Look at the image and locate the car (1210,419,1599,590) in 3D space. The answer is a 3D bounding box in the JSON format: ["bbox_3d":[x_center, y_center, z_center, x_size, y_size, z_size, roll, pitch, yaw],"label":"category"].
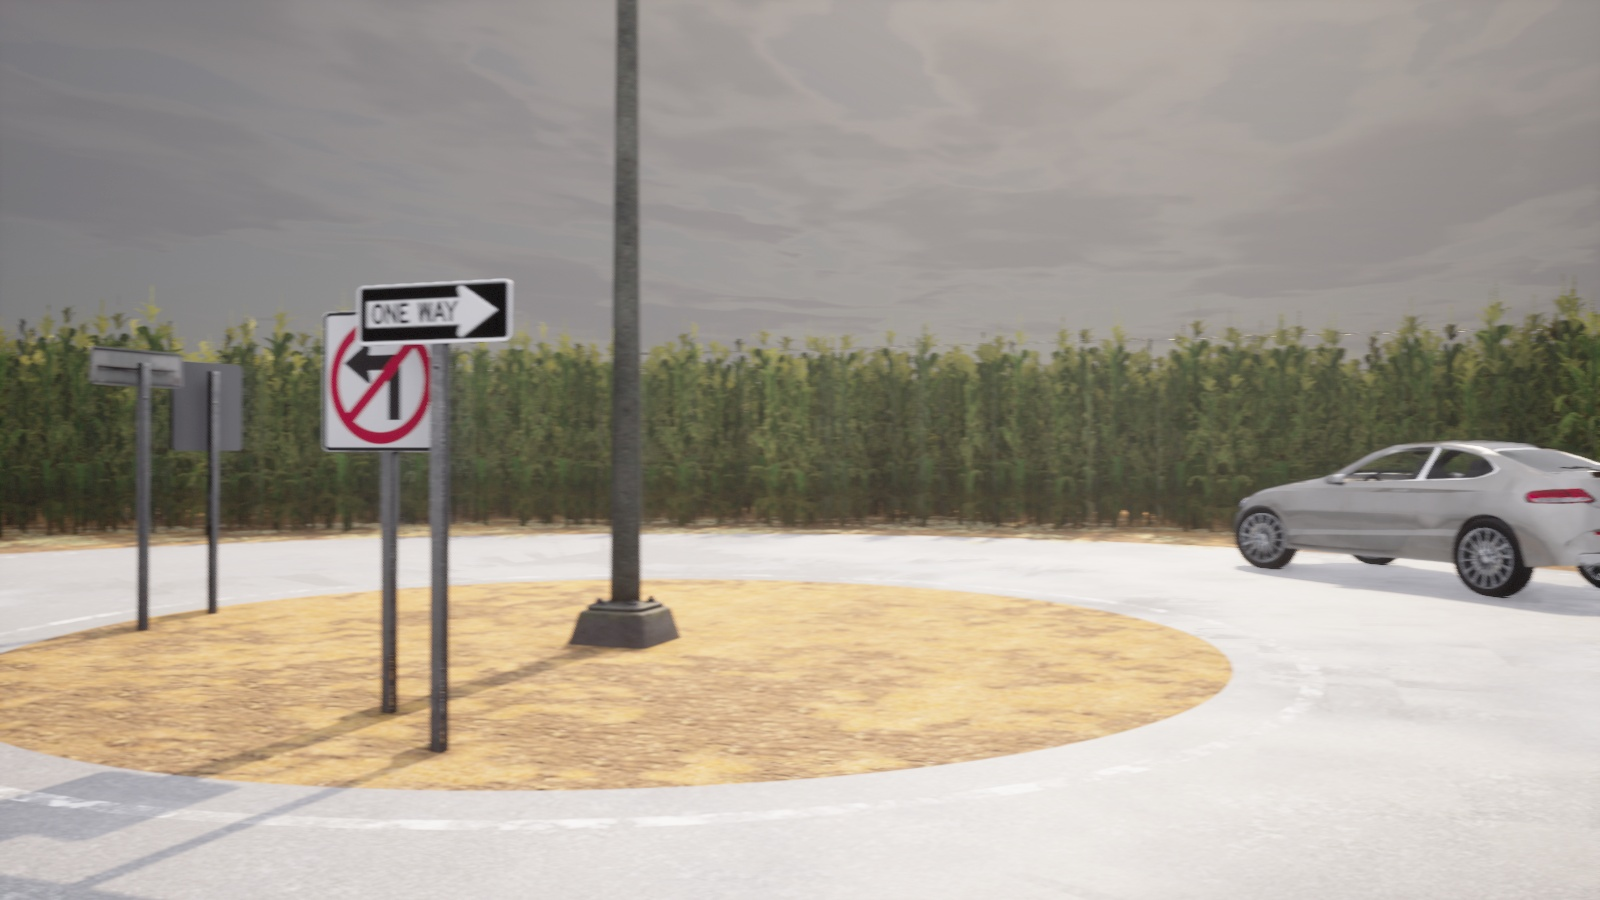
[{"bbox_3d":[7.420,0.530,14.873,2.152,1.651,5.027,0,0,-22],"label":"car"}]
